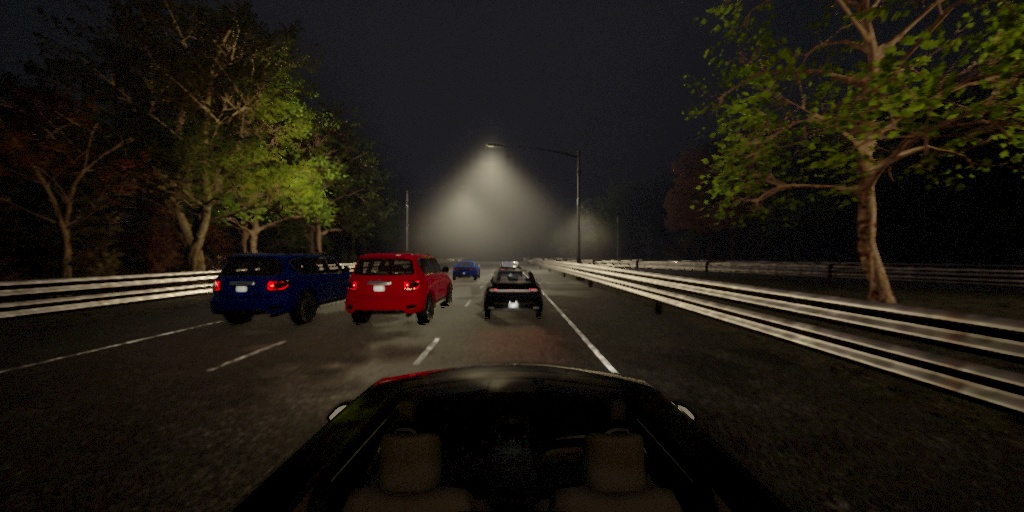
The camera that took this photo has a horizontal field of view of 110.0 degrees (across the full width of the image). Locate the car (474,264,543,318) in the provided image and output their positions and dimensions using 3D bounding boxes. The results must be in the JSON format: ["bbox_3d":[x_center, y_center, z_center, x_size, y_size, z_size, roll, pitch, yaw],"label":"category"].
[{"bbox_3d":[0.032,1.205,12.745,2.128,1.511,4.902,0,0,0],"label":"car"}]

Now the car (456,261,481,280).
[{"bbox_3d":[-3.692,1.150,29.699,1.882,1.535,5.008,0,0,-1],"label":"car"}]

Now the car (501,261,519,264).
[{"bbox_3d":[-0.164,1.166,28.082,2.128,1.511,4.902,0,0,-1],"label":"car"}]

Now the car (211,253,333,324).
[{"bbox_3d":[-6.959,0.940,11.899,2.150,2.045,5.566,0,0,0],"label":"car"}]

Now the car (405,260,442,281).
[{"bbox_3d":[-7.191,1.152,29.694,1.882,1.535,5.008,0,0,-1],"label":"car"}]

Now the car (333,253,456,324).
[{"bbox_3d":[-3.461,0.938,11.997,2.150,2.045,5.566,0,0,0],"label":"car"}]
